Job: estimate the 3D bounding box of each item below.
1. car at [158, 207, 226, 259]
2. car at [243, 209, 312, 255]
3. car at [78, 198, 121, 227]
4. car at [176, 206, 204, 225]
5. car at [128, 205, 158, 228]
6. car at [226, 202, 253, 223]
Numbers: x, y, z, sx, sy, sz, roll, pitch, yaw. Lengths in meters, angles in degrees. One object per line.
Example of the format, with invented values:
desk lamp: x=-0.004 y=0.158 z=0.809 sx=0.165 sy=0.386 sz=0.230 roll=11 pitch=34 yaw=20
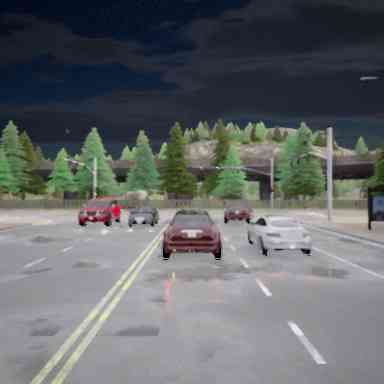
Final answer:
car: x=0.011 y=1.500 z=13.409 sx=2.097 sy=1.767 sz=4.553 roll=0 pitch=-1 yaw=0
car: x=3.514 y=1.679 z=13.877 sx=1.812 sy=1.442 sz=4.674 roll=0 pitch=0 yaw=0
car: x=-7.024 y=1.512 z=25.902 sx=2.150 sy=2.045 sz=5.566 roll=0 pitch=-1 yaw=0
car: x=-0.248 y=1.908 z=28.181 sx=1.895 sy=1.301 sz=4.718 roll=0 pitch=0 yaw=-7
car: x=-3.532 y=1.768 z=24.941 sx=2.128 sy=1.511 sz=4.902 roll=0 pitch=-1 yaw=0
car: x=4.073 y=1.658 z=28.212 sx=2.097 sy=1.767 sz=4.553 roll=0 pitch=-1 yaw=14
